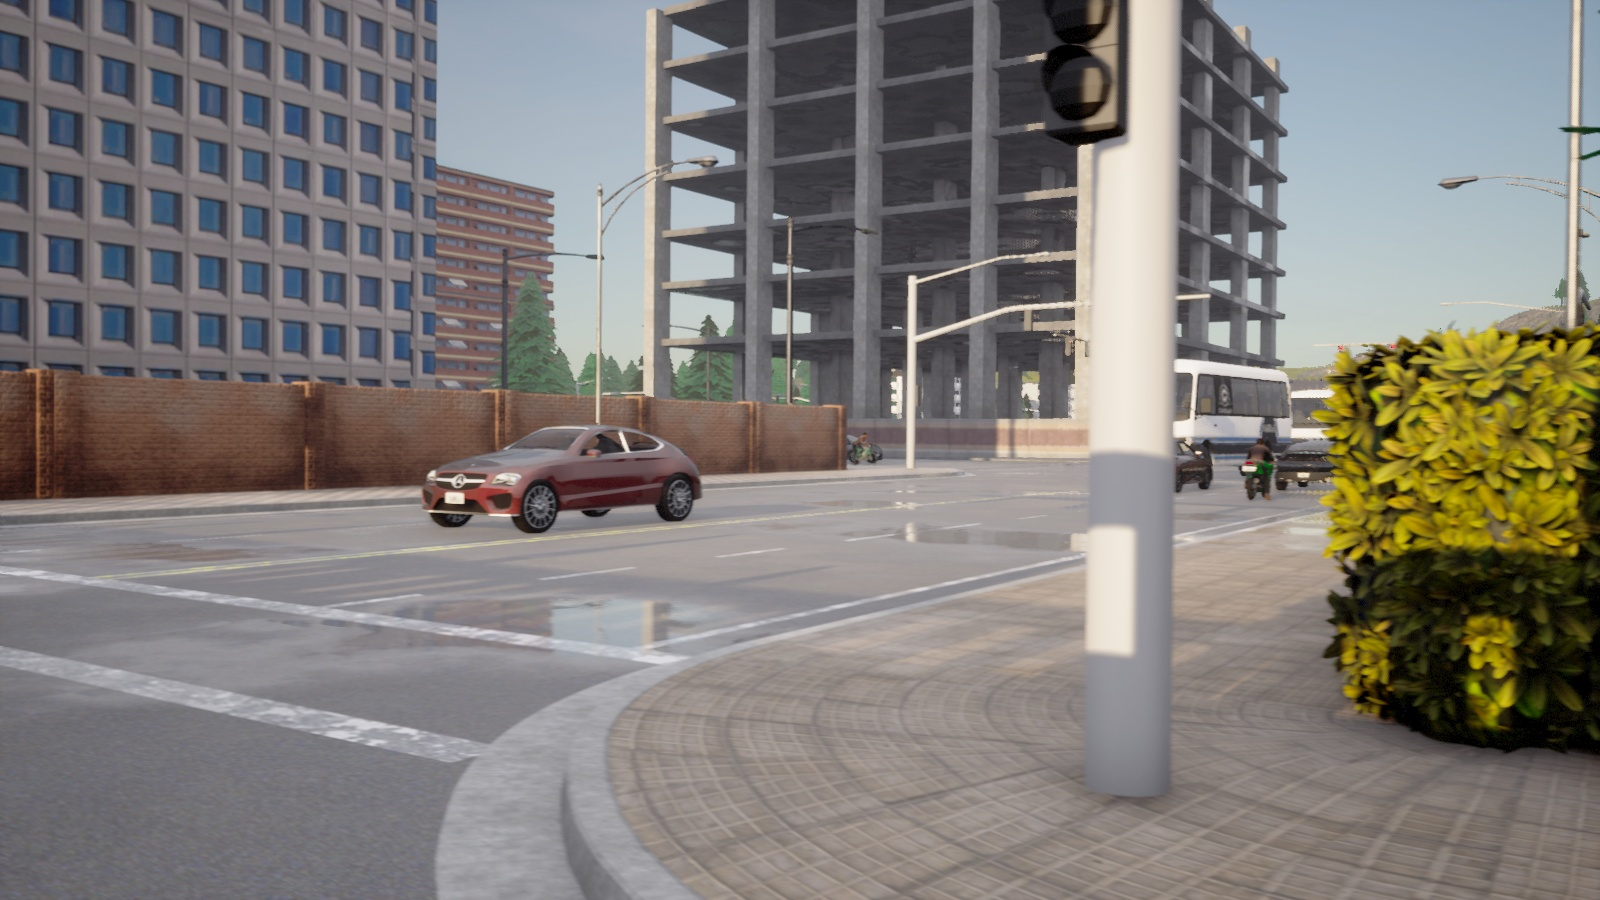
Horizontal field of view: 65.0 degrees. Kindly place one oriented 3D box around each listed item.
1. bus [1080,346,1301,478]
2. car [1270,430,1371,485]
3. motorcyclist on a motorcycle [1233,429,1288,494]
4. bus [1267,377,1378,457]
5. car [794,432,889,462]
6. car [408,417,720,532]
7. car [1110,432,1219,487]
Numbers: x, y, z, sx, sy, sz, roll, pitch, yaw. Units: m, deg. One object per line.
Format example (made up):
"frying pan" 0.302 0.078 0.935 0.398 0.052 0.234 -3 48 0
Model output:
"bus" 14.429 -1.331 45.663 3.944 4.253 10.273 1 1 40
"car" 15.331 0.163 36.822 1.837 1.490 4.892 0 1 33
"motorcyclist on a motorcycle" 11.247 0.257 30.649 0.797 1.523 2.044 0 1 33
"bus" 29.902 -1.810 71.544 3.944 4.253 10.273 0 1 33
"car" 2.136 -0.169 65.266 4.514 1.525 2.007 0 1 34
"car" -3.709 0.314 20.724 2.152 1.651 5.027 0 1 33
"car" 10.452 0.226 35.790 1.816 1.474 4.193 0 1 33
